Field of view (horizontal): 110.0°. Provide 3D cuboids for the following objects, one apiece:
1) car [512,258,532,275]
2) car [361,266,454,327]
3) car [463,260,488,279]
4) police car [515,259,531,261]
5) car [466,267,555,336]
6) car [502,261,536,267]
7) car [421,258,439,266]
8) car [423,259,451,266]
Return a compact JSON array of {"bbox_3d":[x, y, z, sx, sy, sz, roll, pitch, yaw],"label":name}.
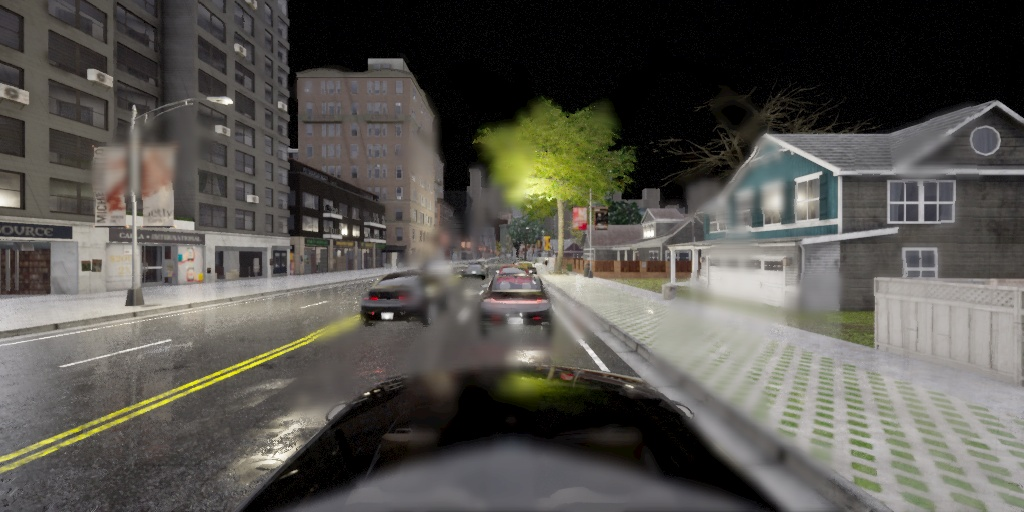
[{"bbox_3d":[1.019,1.068,39.450,2.097,1.767,4.553,0,0,0],"label":"car"},{"bbox_3d":[-3.137,1.252,11.443,1.837,1.490,4.892,0,0,0],"label":"car"},{"bbox_3d":[-3.114,1.293,31.374,1.994,1.385,4.181,0,0,0],"label":"car"},{"bbox_3d":[1.008,1.156,29.590,1.930,1.638,5.238,0,0,0],"label":"police car"},{"bbox_3d":[0.113,1.239,10.357,2.128,1.511,4.902,0,0,0],"label":"car"},{"bbox_3d":[0.122,1.219,19.860,1.882,1.535,5.008,0,0,0],"label":"car"},{"bbox_3d":[-9.799,1.062,44.433,2.097,1.767,4.553,0,0,0],"label":"car"},{"bbox_3d":[-6.562,1.251,33.256,1.812,1.442,4.674,0,0,0],"label":"car"}]
